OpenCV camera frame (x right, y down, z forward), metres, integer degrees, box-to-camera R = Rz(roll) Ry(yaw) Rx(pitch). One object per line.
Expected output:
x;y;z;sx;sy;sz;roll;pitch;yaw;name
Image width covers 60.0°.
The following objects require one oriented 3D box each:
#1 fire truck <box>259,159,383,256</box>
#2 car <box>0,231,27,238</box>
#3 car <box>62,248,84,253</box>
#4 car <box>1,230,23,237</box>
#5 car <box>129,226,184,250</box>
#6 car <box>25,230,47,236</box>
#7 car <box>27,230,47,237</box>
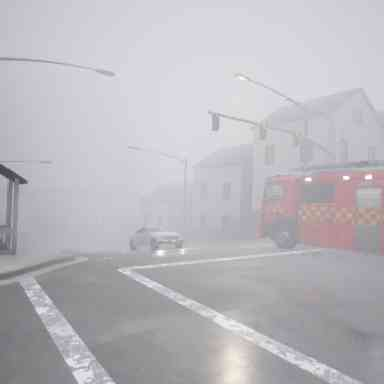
6.786;0.761;13.755;2.891;3.827;8.468;3;-2;-34;fire truck
-42.340;9.966;78.392;2.038;1.542;4.974;1;-1;19;car
-12.958;6.696;35.402;1.994;1.385;4.181;2;-20;-36;car
-42.319;9.810;78.445;1.853;1.218;4.536;1;-1;19;car
-2.349;2.815;20.540;1.812;1.442;4.674;2;-10;-34;car
-38.438;9.998;82.103;4.536;1.218;1.853;2;-1;-6;car
-38.391;10.157;82.106;4.974;1.542;2.038;2;-1;-6;car
